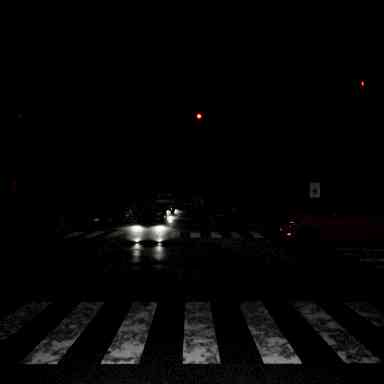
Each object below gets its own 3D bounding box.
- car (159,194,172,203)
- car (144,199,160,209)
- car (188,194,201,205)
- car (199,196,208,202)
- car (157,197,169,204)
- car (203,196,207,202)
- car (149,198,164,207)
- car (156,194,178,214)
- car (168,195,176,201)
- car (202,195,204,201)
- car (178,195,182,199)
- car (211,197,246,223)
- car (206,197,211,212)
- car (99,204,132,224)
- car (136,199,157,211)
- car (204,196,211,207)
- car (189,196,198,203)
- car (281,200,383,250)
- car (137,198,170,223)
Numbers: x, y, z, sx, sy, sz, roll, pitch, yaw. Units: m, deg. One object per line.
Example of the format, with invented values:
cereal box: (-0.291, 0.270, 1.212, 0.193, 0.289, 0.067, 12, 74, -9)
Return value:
car: (-5.497, 1.371, 68.873, 2.192, 1.841, 5.009, 0, 0, 0)
car: (-5.583, 1.614, 47.044, 1.802, 1.307, 4.206, 0, 0, 0)
car: (0.322, 1.609, 59.222, 1.994, 1.385, 4.181, 0, 0, 1)
car: (2.647, 1.569, 75.849, 1.837, 1.490, 4.892, 0, 0, 0)
car: (-5.519, 1.632, 63.416, 1.802, 1.307, 4.206, 0, 0, 0)
car: (2.942, 1.583, 47.018, 2.008, 1.369, 4.403, 0, 0, 0)
car: (-5.561, 1.620, 52.501, 1.802, 1.307, 4.206, 0, 0, 0)
car: (-2.963, 1.241, 35.687, 2.150, 2.045, 5.566, 0, 0, 0)
car: (-5.412, 1.529, 90.700, 1.967, 1.590, 4.097, 0, 0, 0)
car: (2.964, 1.478, 52.475, 1.967, 1.590, 4.097, 0, 0, 0)
car: (-2.913, 1.523, 46.131, 2.128, 1.511, 4.902, 0, 0, 0)
car: (2.857, 1.324, 25.193, 2.192, 1.841, 5.009, 0, 0, 0)
car: (2.900, 1.586, 36.105, 1.947, 1.339, 4.313, 0, 0, 0)
car: (-5.668, 1.575, 25.216, 1.947, 1.339, 4.313, 0, 0, 0)
car: (-5.604, 1.577, 41.587, 2.008, 1.369, 4.403, 0, 0, 0)
car: (2.921, 1.577, 41.561, 2.008, 1.369, 4.403, 0, 0, 0)
car: (0.362, 1.582, 69.207, 1.812, 1.442, 4.674, 0, 0, 0)
car: (6.656, 1.379, 14.085, 5.566, 2.045, 2.150, 2, 1, 11)
car: (-3.004, 1.488, 25.620, 1.882, 1.535, 5.008, 0, 0, 0)
